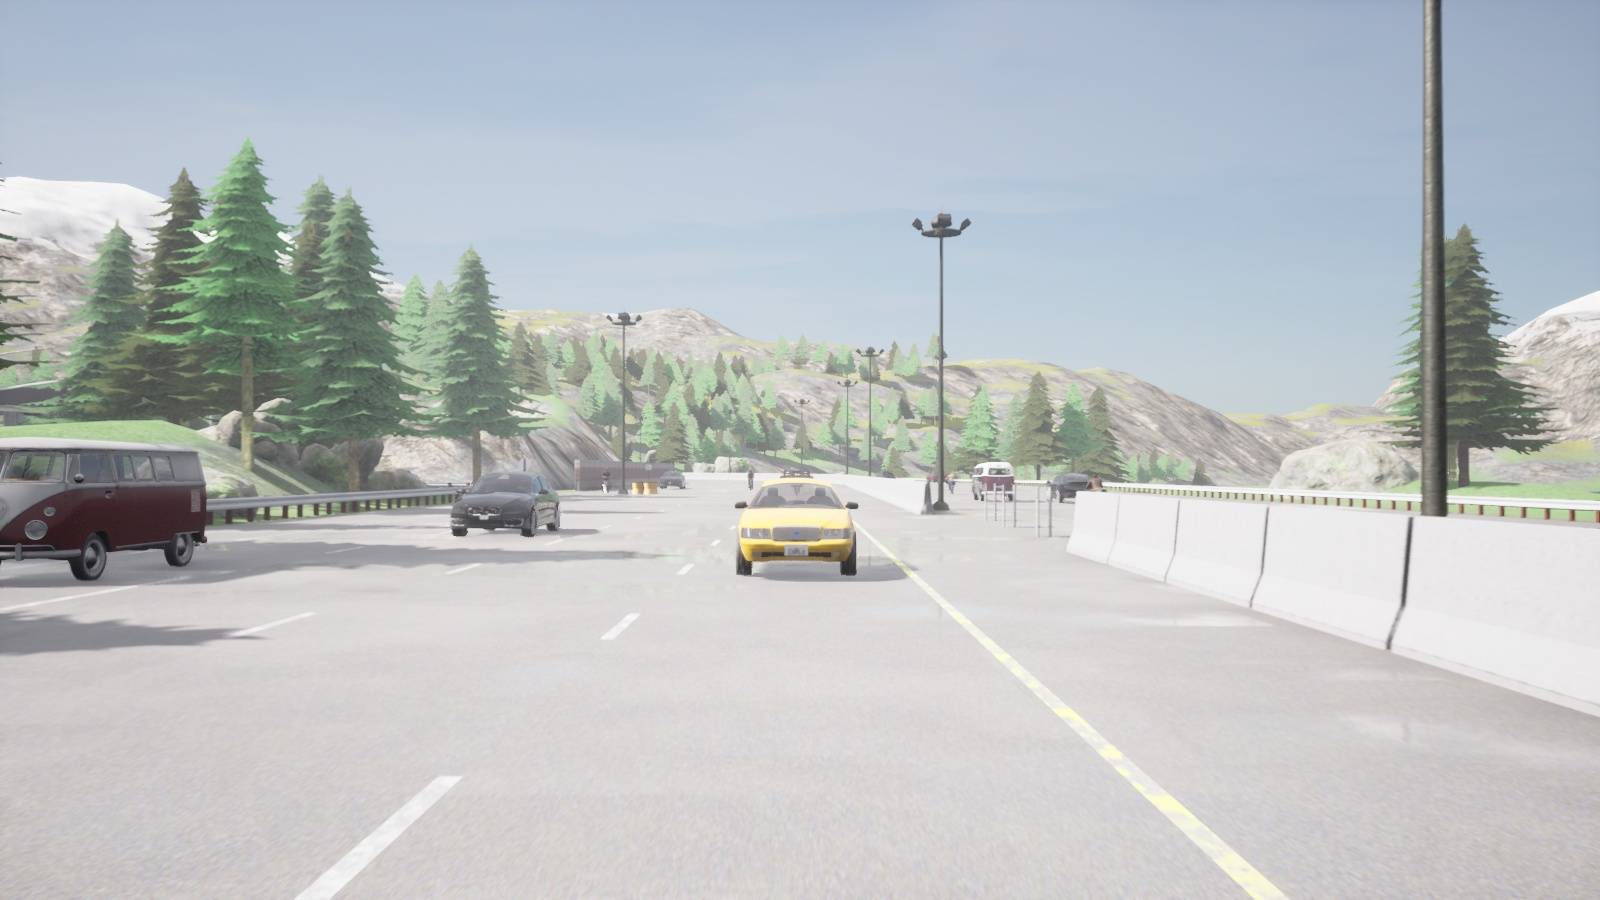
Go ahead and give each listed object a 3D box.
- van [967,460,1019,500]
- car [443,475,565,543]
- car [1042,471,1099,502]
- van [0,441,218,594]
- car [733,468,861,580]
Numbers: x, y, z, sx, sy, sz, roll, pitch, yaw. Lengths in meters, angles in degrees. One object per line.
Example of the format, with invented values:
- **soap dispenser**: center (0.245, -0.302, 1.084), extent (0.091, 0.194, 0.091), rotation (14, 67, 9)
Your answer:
- **van**: center (10.346, 1.624, 67.570), extent (2.069, 2.038, 4.480), rotation (0, -2, 0)
- **car**: center (-7.069, 1.358, 30.508), extent (1.837, 1.490, 4.892), rotation (0, -1, 0)
- **car**: center (13.854, 1.846, 64.626), extent (1.837, 1.490, 4.892), rotation (0, -1, 0)
- **van**: center (-10.543, 0.921, 18.600), extent (1.775, 1.987, 4.442), rotation (0, -1, 0)
- **car**: center (-0.047, 1.096, 20.445), extent (1.801, 1.575, 5.366), rotation (0, -1, 0)
